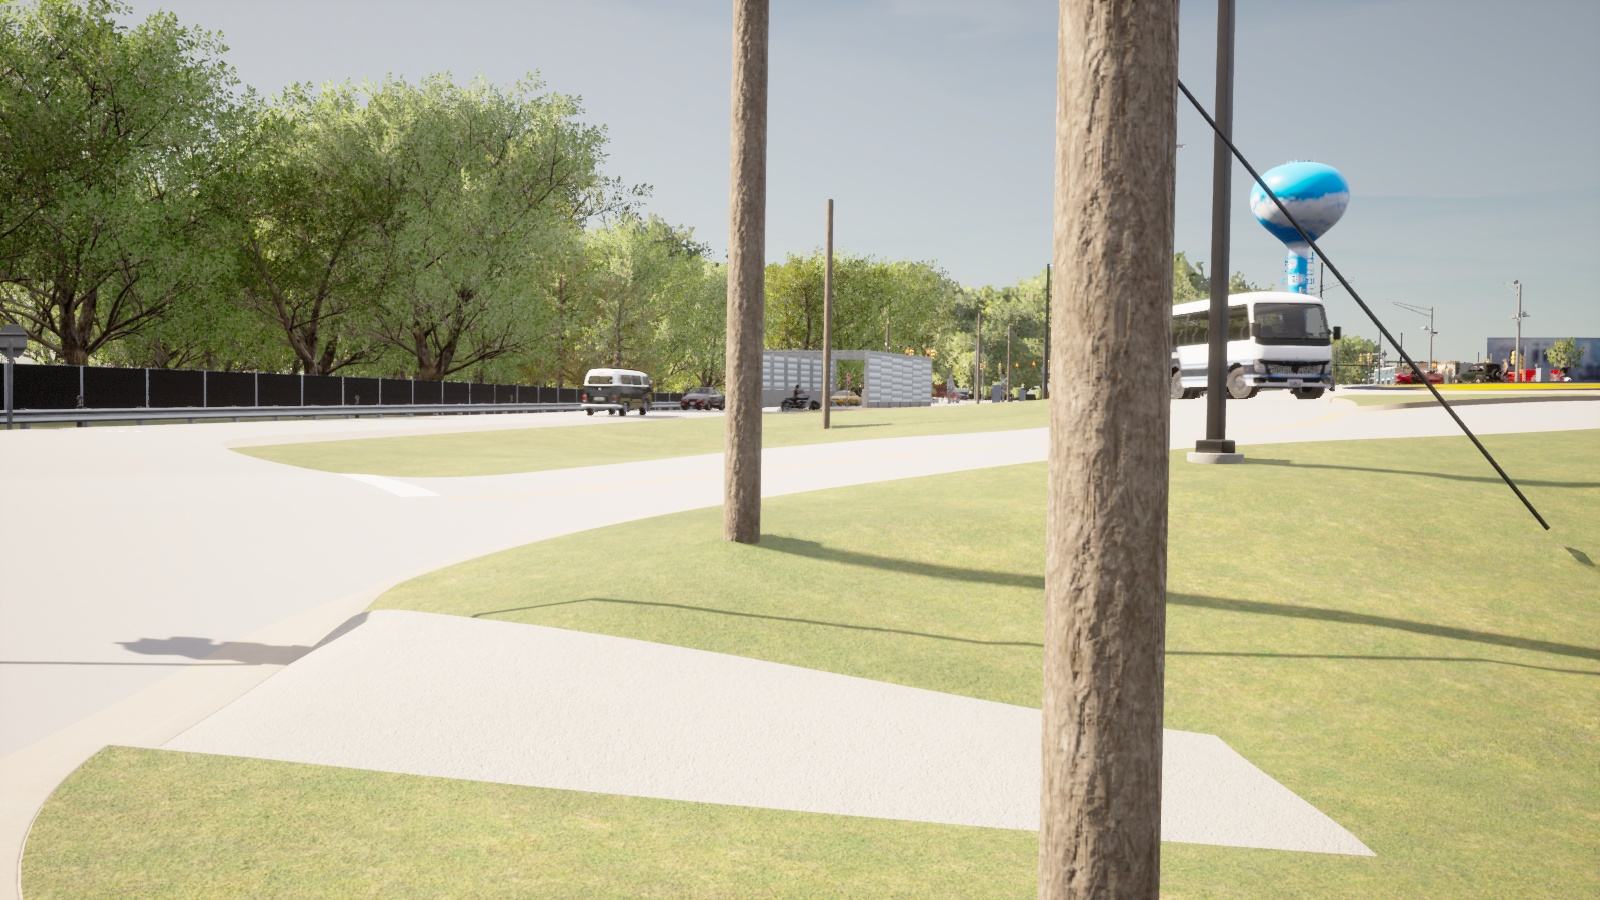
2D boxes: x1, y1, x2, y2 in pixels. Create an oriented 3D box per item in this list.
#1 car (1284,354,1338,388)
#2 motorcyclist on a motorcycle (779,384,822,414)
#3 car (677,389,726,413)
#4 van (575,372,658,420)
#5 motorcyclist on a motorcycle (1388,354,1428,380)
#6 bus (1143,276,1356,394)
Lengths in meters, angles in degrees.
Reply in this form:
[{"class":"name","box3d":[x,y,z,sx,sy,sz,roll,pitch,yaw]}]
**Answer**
[{"class":"car","box3d":[29.233,-4.531,71.824,1.789,1.549,3.705,-5,2,39]},{"class":"motorcyclist on a motorcycle","box3d":[0.041,-2.919,71.448,2.350,1.649,0.766,-1,5,-7]},{"class":"car","box3d":[-6.099,-3.064,78.081,1.816,1.474,4.193,0,3,13]},{"class":"van","box3d":[-8.013,-2.384,55.358,2.069,2.038,4.480,0,3,14]},{"class":"motorcyclist on a motorcycle","box3d":[37.427,-5.111,77.306,2.044,1.523,0.797,-2,2,2]},{"class":"bus","box3d":[17.955,-4.466,51.335,3.944,4.253,10.273,-1,2,-7]}]
